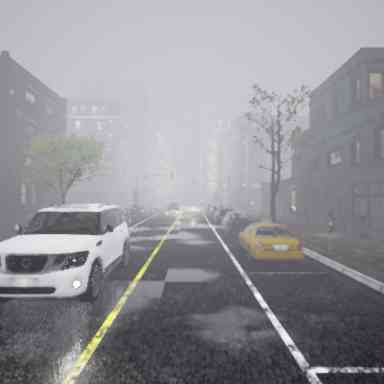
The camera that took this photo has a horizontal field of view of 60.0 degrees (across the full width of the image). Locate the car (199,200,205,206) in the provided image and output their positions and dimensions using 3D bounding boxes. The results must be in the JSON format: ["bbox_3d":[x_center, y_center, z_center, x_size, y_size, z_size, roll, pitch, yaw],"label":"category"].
[{"bbox_3d":[2.812,2.729,83.860,1.967,1.590,4.097,0,-1,0],"label":"car"}]

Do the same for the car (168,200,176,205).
[{"bbox_3d":[-5.680,3.021,95.181,2.008,1.369,4.403,0,-1,0],"label":"car"}]

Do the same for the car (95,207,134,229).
[{"bbox_3d":[-5.805,1.935,25.473,2.008,1.369,4.403,1,-1,0],"label":"car"}]

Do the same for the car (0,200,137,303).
[{"bbox_3d":[-3.100,1.356,8.875,2.150,2.045,5.566,0,-1,0],"label":"car"}]

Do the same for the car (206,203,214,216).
[{"bbox_3d":[2.828,2.148,37.390,1.802,1.307,4.206,0,-1,0],"label":"car"}]

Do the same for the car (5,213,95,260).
[{"bbox_3d":[-5.752,1.740,14.239,1.752,1.417,4.829,1,-1,0],"label":"car"}]

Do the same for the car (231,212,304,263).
[{"bbox_3d":[2.758,1.716,12.627,1.752,1.417,4.829,0,-1,0],"label":"car"}]

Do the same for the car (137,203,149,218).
[{"bbox_3d":[-5.810,1.989,36.293,1.967,1.590,4.097,0,-1,0],"label":"car"}]

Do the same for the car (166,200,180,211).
[{"bbox_3d":[-2.999,2.326,53.543,1.882,1.535,5.008,0,-1,0],"label":"car"}]

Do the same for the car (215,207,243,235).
[{"bbox_3d":[2.799,1.865,20.846,2.008,1.369,4.403,0,-1,0],"label":"car"}]

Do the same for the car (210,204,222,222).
[{"bbox_3d":[2.828,1.994,28.390,1.947,1.339,4.313,0,-1,0],"label":"car"}]

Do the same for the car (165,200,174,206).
[{"bbox_3d":[-5.771,2.853,85.080,1.887,1.381,4.507,0,-1,0],"label":"car"}]

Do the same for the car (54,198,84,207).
[{"bbox_3d":[-23.056,2.025,62.459,5.008,1.535,1.882,2,-1,0],"label":"car"}]

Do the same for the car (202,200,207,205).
[{"bbox_3d":[2.828,2.248,46.392,1.887,1.381,4.507,0,-1,0],"label":"car"}]
